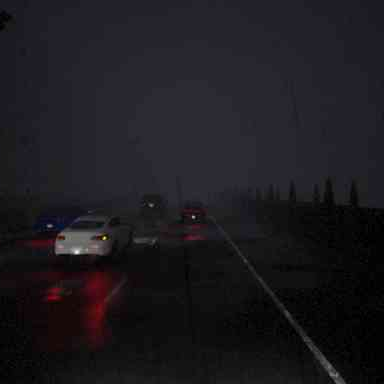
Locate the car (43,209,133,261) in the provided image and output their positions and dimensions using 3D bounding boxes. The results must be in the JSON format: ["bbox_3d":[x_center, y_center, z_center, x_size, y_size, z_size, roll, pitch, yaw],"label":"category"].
[{"bbox_3d":[-3.400,1.530,12.143,1.812,1.442,4.674,0,0,0],"label":"car"}]

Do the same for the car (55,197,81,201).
[{"bbox_3d":[-17.520,1.525,48.248,1.837,1.490,4.892,0,-1,0],"label":"car"}]

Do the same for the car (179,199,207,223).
[{"bbox_3d":[0.101,1.512,25.696,1.837,1.490,4.892,0,-1,0],"label":"car"}]

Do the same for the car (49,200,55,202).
[{"bbox_3d":[-21.003,1.620,53.103,1.895,1.301,4.718,0,0,0],"label":"car"}]

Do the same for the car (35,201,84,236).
[{"bbox_3d":[-6.900,1.484,18.612,1.882,1.535,5.008,0,0,0],"label":"car"}]

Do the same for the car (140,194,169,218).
[{"bbox_3d":[-3.400,1.232,30.697,2.150,2.045,5.566,0,0,0],"label":"car"}]

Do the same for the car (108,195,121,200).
[{"bbox_3d":[-14.001,1.239,60.447,1.837,1.490,4.892,0,0,0],"label":"car"}]
